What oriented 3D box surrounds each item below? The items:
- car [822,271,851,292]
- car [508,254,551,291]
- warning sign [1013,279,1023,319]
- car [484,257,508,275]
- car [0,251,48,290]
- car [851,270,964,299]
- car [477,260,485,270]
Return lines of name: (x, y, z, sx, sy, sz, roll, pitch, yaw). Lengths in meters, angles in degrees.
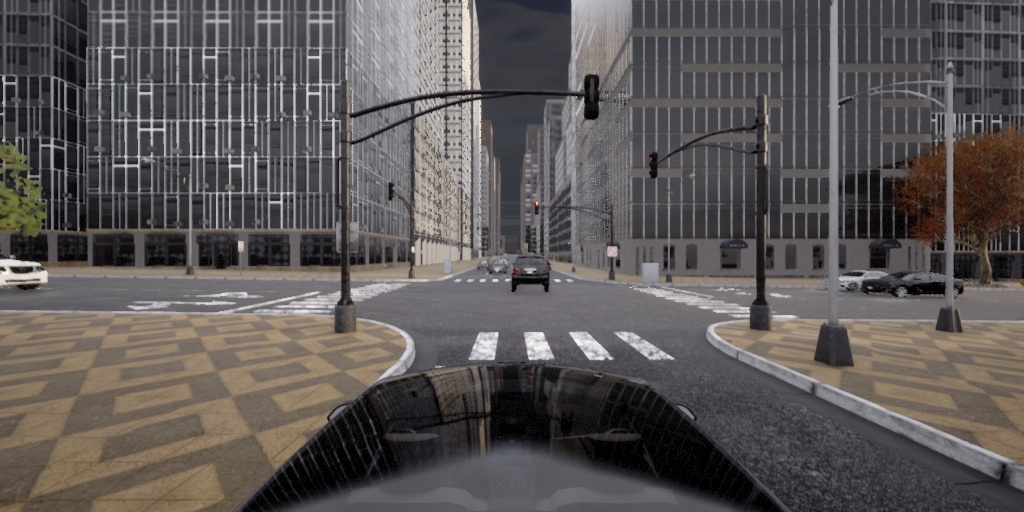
car: (23.976, 1.702, 24.561, 4.674, 1.442, 1.812, 1, 0, -3)
car: (1.154, 0.969, 22.114, 2.150, 2.045, 5.566, 0, 0, 4)
warning sign: (17.281, 1.192, 11.543, 1.060, 1.860, 1.300, 0, 0, -3)
car: (-1.479, 1.213, 38.324, 2.128, 1.511, 4.902, 0, 0, 0)
car: (-24.162, 0.535, 15.655, 5.566, 2.045, 2.150, 1, 0, -3)
car: (23.654, 1.654, 21.293, 5.008, 1.535, 1.882, 1, 0, -3)
car: (-3.993, 1.283, 50.853, 1.802, 1.307, 4.207, 0, 0, 0)
